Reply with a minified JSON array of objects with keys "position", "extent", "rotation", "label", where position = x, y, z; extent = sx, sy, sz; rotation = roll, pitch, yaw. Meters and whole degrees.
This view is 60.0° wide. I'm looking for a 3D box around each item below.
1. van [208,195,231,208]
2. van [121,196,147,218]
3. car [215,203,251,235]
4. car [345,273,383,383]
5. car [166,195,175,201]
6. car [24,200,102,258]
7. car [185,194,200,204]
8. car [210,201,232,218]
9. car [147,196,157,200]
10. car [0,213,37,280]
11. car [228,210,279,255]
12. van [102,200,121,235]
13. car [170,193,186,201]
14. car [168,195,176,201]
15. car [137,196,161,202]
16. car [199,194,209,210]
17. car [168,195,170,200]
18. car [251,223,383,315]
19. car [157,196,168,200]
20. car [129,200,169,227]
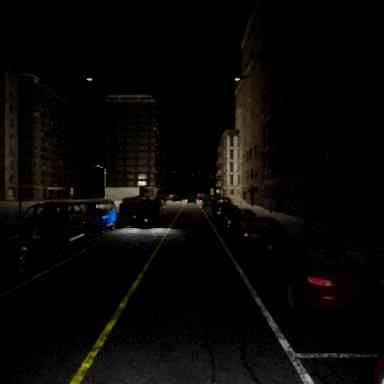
[{"position":[2.628,1.356,30.006],"extent":[1.690,1.788,3.998],"rotation":[0,0,0],"label":"van"},{"position":[-5.397,1.357,30.004],"extent":[1.690,1.788,3.998],"rotation":[0,0,0],"label":"van"},{"position":[2.632,1.559,18.646],"extent":[2.008,1.369,4.403],"rotation":[0,0,0],"label":"car"},{"position":[2.636,1.582,1.606],"extent":[1.802,1.307,4.206],"rotation":[0,0,0],"label":"car"},{"position":[-5.412,1.473,85.284],"extent":[1.967,1.590,4.097],"rotation":[0,0,0],"label":"car"},{"position":[-5.392,1.322,12.964],"extent":[2.192,1.841,5.009],"rotation":[0,0,0],"label":"car"},{"position":[-0.018,1.575,62.078],"extent":[2.033,1.411,5.357],"rotation":[0,0,0],"label":"car"},{"position":[2.630,1.578,24.326],"extent":[1.947,1.339,4.313],"rotation":[0,0,0],"label":"car"},{"position":[-5.398,1.334,35.684],"extent":[2.192,1.841,5.009],"rotation":[0,0,0],"label":"car"},{"position":[-5.390,1.444,7.284],"extent":[1.967,1.590,4.097],"rotation":[0,0,0],"label":"car"},{"position":[2.633,1.588,12.966],"extent":[1.802,1.307,4.206],"rotation":[0,0,0],"label":"car"},{"position":[-5.393,1.351,18.644],"extent":[1.690,1.788,3.998],"rotation":[0,0,0],"label":"van"},{"position":[-2.768,1.286,64.371],"extent":[2.033,1.411,5.357],"rotation":[0,0,0],"label":"car"},{"position":[-5.413,1.559,90.523],"extent":[1.752,1.417,4.829],"rotation":[0,0,0],"label":"car"},{"position":[-9.468,1.552,73.387],"extent":[4.718,1.301,1.895],"rotation":[0,0,8],"label":"car"},{"position":[2.212,1.479,43.994],"extent":[1.801,1.575,5.366],"rotation":[0,0,0],"label":"car"},{"position":[-5.404,1.467,58.404],"extent":[1.967,1.590,4.097],"rotation":[0,0,0],"label":"car"},{"position":[2.635,1.585,7.286],"extent":[1.802,1.307,4.206],"rotation":[0,0,0],"label":"car"},{"position":[-5.403,1.577,52.724],"extent":[2.008,1.369,4.403],"rotation":[0,0,0],"label":"car"},{"position":[-2.856,1.516,23.053],"extent":[1.837,1.490,4.892],"rotation":[0,0,0],"label":"car"}]
